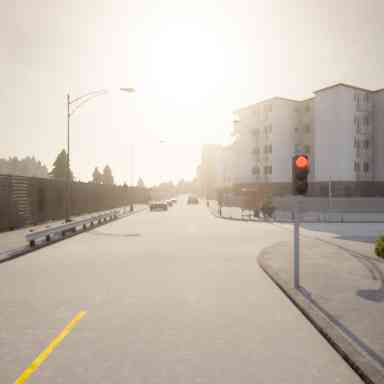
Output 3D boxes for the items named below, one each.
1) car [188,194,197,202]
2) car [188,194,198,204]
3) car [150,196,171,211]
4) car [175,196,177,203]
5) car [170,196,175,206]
[{"bbox_3d":[0.093,1.345,77.315,2.097,1.767,4.553,0,0,0],"label":"car"},{"bbox_3d":[0.175,1.553,64.146,1.994,1.385,4.181,0,0,0],"label":"car"},{"bbox_3d":[-4.045,1.558,41.339,1.994,1.385,4.181,0,0,0],"label":"car"},{"bbox_3d":[-3.940,1.539,67.001,2.033,1.411,5.357,0,0,0],"label":"car"},{"bbox_3d":[-4.032,1.519,51.674,1.812,1.442,4.674,0,0,0],"label":"car"}]
